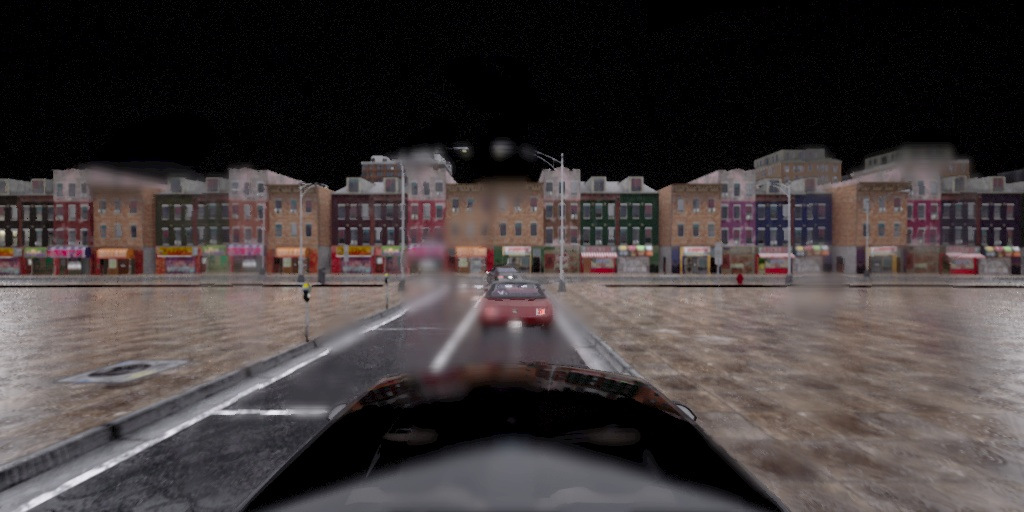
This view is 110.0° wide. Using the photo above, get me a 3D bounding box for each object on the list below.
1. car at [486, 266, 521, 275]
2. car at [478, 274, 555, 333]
[{"bbox_3d":[-0.634,1.396,24.906,2.033,1.411,5.357,0,0,-12],"label":"car"},{"bbox_3d":[0.110,1.386,10.867,1.895,1.301,4.718,0,0,0],"label":"car"}]
